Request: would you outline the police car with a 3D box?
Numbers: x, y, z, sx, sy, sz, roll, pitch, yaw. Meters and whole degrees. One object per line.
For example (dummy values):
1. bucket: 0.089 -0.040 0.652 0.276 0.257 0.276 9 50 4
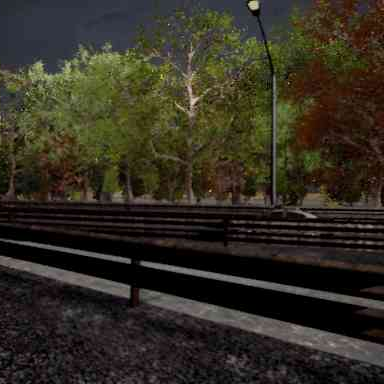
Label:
1. police car: 4.145 1.462 16.139 5.238 1.638 1.930 0 0 21
